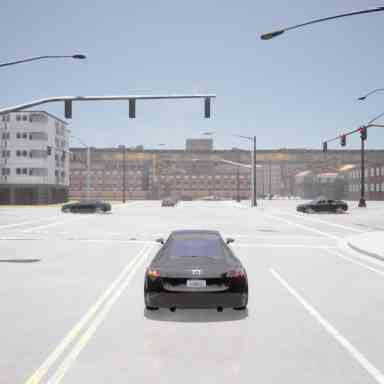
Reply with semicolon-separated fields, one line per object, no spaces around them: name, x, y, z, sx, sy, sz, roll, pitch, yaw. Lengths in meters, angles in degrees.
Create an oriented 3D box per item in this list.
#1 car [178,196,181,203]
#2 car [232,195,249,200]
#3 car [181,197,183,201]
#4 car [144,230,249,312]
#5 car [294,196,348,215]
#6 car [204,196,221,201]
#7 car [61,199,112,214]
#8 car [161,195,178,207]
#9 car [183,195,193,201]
car;-3.634;1.491;60.909;2.128;1.511;4.902;0;0;0
car;13.317;1.524;90.699;4.902;1.511;2.128;0;0;-24
car;-3.559;1.500;71.062;1.837;1.490;4.892;0;0;0
car;0.077;1.564;7.792;1.994;1.385;4.181;0;0;0
car;12.803;1.425;32.860;4.892;1.490;1.837;-1;0;1
car;5.281;1.595;84.765;1.895;1.301;4.718;0;0;43
car;-10.712;1.468;33.919;5.008;1.535;1.882;0;0;2
car;-3.637;1.526;51.769;1.812;1.442;4.674;0;0;0
car;-1.190;1.500;81.232;1.837;1.490;4.892;0;0;23
